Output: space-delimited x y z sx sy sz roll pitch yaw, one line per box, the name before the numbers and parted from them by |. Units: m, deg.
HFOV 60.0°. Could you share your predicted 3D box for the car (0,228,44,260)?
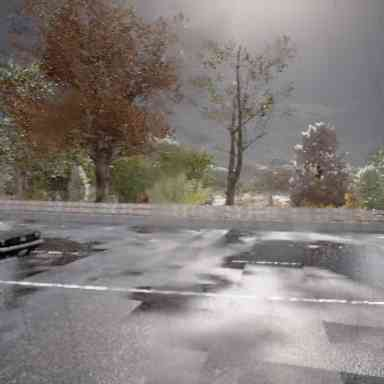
car | -7.053 1.385 10.068 4.718 1.301 1.895 1 0 11
